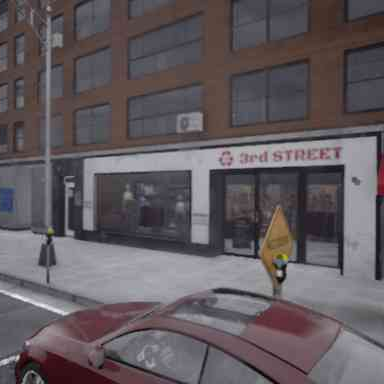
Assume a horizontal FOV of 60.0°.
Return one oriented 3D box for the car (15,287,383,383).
[{"bbox_3d":[0.113,1.583,2.992,4.206,1.307,1.802,0,1,36],"label":"car"}]
